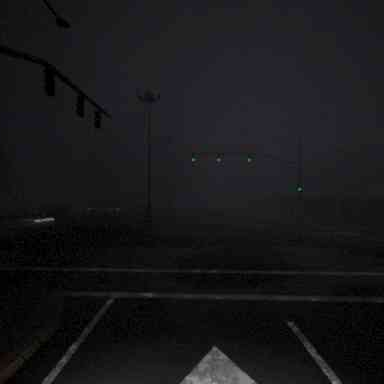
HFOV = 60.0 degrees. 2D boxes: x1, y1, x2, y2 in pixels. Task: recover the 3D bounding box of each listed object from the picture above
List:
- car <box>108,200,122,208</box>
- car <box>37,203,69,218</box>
[{"bbox_3d":[-14.992,2.369,65.011,1.812,1.442,4.674,0,0,0],"label":"car"},{"bbox_3d":[-15.011,2.016,36.174,2.128,1.511,4.902,0,0,0],"label":"car"}]
